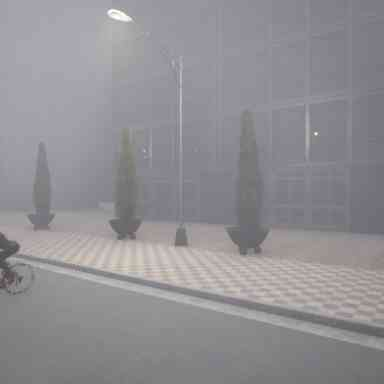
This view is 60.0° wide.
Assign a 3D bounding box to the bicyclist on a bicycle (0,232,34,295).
[{"bbox_3d":[-4.056,1.445,6.837,0.582,1.620,1.656,0,2,36],"label":"bicyclist on a bicycle"}]
